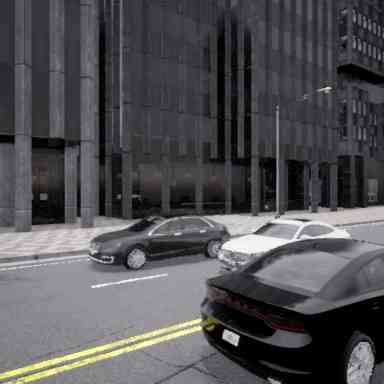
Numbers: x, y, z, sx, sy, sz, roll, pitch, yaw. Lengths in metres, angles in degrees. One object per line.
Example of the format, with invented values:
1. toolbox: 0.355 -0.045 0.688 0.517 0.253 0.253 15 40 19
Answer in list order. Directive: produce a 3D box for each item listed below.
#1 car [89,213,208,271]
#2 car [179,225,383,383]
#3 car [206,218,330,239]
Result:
1. car: -0.901 1.506 11.036 4.892 1.490 1.837 0 0 -36
2. car: 2.445 1.478 5.191 5.008 1.535 1.882 0 0 -36
3. car: 2.893 1.527 9.758 4.674 1.442 1.812 0 0 -36
